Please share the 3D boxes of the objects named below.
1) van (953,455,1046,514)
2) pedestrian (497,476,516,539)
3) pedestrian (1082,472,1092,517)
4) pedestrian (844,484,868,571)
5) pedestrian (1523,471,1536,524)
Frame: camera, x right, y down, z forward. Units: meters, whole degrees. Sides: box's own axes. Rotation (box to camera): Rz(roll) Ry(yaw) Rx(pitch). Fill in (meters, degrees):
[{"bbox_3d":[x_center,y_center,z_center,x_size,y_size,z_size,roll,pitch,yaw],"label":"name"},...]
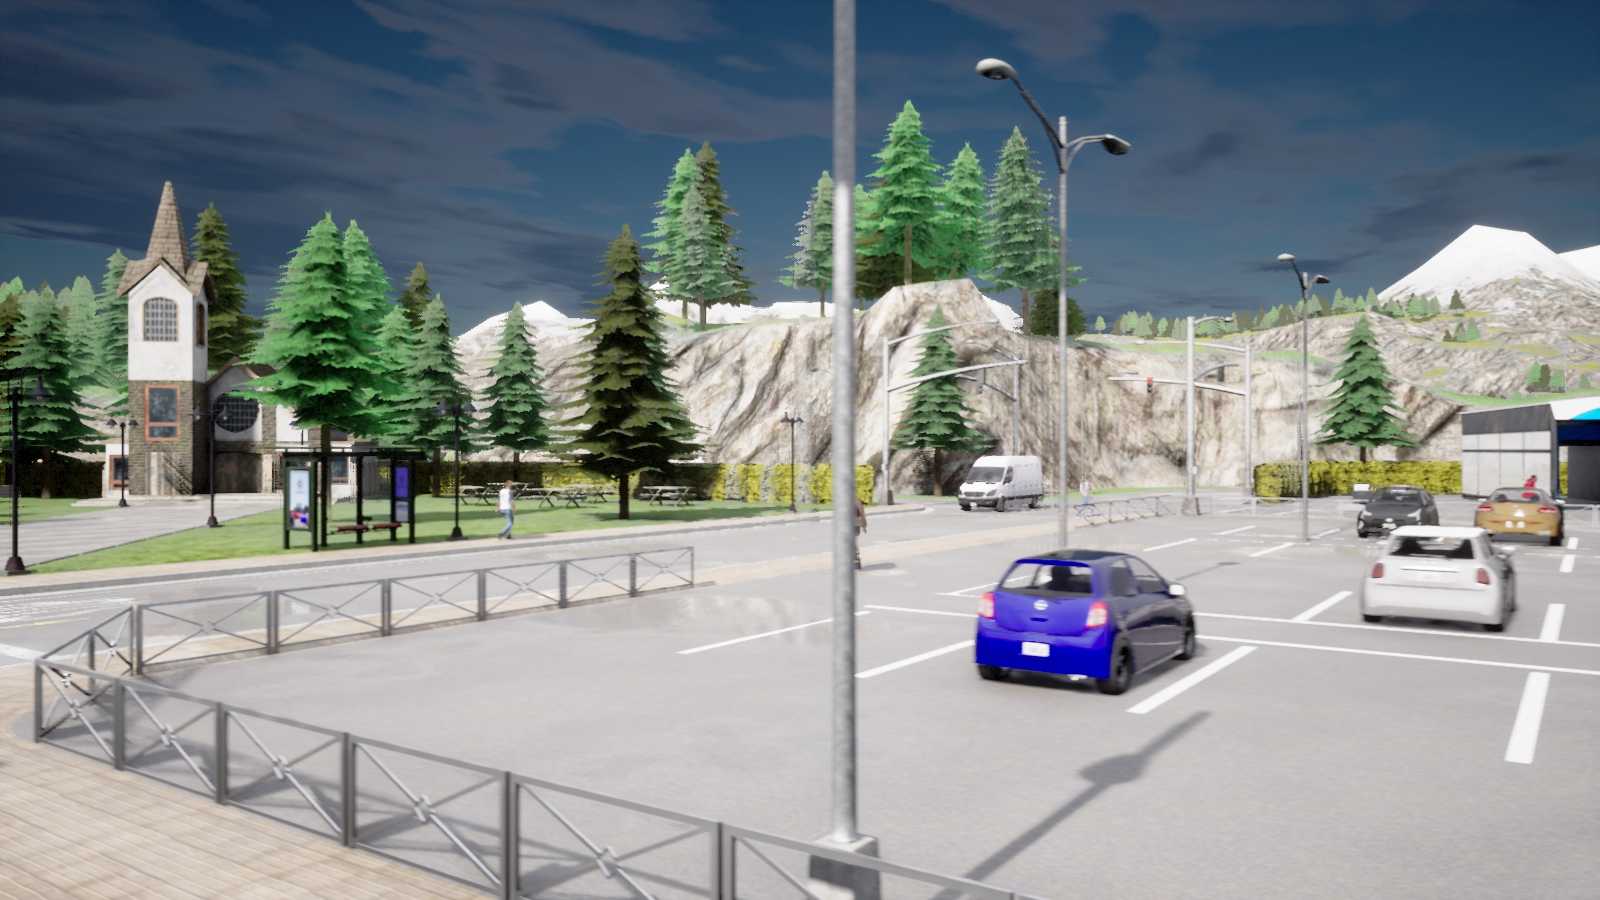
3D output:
[{"bbox_3d":[9.367,1.528,53.228,1.988,2.561,5.915,0,0,34],"label":"van"},{"bbox_3d":[-8.657,1.689,33.720,0.375,1.860,0.375,0,0,37],"label":"pedestrian"},{"bbox_3d":[11.917,1.842,47.432,0.375,1.860,0.375,0,0,20],"label":"pedestrian"},{"bbox_3d":[1.220,1.689,24.961,0.375,1.860,0.375,0,0,-31],"label":"pedestrian"},{"bbox_3d":[26.029,1.691,40.750,0.375,1.860,0.375,0,0,35],"label":"pedestrian"}]
